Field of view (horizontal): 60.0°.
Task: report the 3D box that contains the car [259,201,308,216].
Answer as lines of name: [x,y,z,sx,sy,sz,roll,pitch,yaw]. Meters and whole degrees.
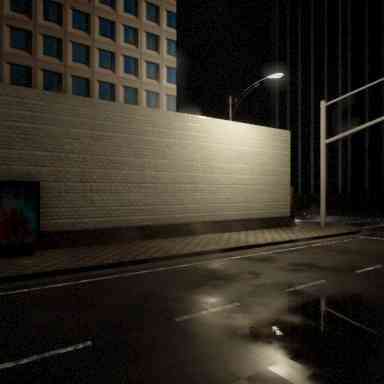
car: [9.378,1.656,34.337,1.895,1.301,4.718,0,0,-36]

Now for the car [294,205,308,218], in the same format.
car: [8.176,1.581,30.012,1.812,1.442,4.674,0,0,-36]
